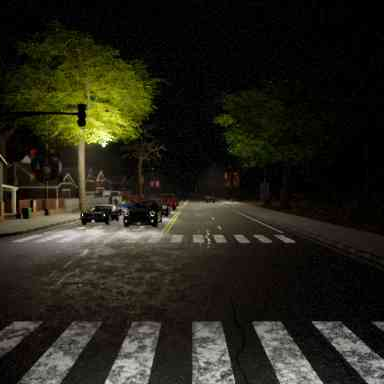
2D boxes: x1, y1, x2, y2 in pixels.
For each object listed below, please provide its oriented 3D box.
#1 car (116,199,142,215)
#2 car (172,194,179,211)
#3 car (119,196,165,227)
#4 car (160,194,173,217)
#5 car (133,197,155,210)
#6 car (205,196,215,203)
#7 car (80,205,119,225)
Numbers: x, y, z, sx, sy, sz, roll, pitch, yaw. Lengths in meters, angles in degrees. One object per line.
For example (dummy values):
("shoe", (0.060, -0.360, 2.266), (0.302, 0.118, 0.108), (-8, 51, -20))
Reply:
("car", (-6.415, 1.518, 34.211), (1.812, 1.442, 4.674), (0, 0, 0))
("car", (-3.135, 1.215, 41.944), (2.150, 2.045, 5.566), (0, 0, 0))
("car", (-3.235, 1.345, 22.542), (2.097, 1.767, 4.553), (0, 0, 0))
("car", (-3.190, 1.344, 31.400), (2.097, 1.767, 4.553), (0, 0, 0))
("car", (-6.364, 1.485, 44.652), (2.128, 1.511, 4.902), (0, 0, 1))
("car", (3.683, 1.504, 67.655), (1.837, 1.490, 4.892), (0, 0, 1))
("car", (-6.476, 1.594, 24.040), (1.895, 1.301, 4.718), (0, 0, 0))
